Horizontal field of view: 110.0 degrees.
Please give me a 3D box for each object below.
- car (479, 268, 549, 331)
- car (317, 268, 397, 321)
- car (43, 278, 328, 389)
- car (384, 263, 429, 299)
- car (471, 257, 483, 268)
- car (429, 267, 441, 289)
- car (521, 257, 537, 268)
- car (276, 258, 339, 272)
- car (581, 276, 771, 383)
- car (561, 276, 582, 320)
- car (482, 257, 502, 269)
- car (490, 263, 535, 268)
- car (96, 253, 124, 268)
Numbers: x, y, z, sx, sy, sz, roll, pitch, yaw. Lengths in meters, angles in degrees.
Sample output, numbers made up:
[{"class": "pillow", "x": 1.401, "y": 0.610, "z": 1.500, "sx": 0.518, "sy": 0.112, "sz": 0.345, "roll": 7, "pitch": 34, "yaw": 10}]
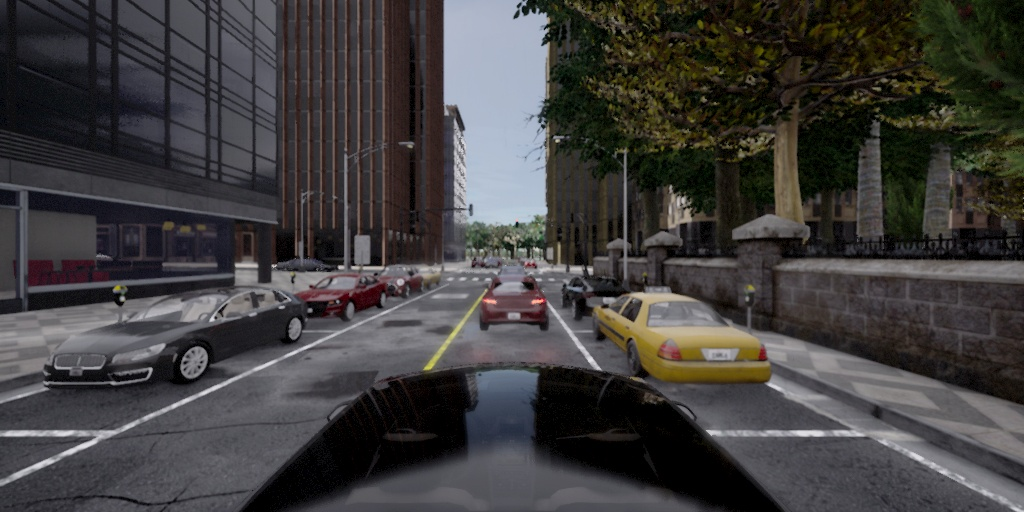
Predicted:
[{"class": "car", "x": 0.065, "y": 1.272, "z": 10.887, "sx": 1.812, "sy": 1.442, "sz": 4.674, "roll": 0, "pitch": 0, "yaw": 0}, {"class": "car", "x": -5.747, "y": 1.291, "z": 12.376, "sx": 1.888, "sy": 1.381, "sz": 4.507, "roll": 0, "pitch": 0, "yaw": 0}, {"class": "car", "x": -5.754, "y": 1.299, "z": 6.919, "sx": 2.007, "sy": 1.370, "sz": 4.403, "roll": 0, "pitch": 0, "yaw": 0}, {"class": "car", "x": -5.741, "y": 1.184, "z": 17.833, "sx": 1.967, "sy": 1.591, "sz": 4.097, "roll": 0, "pitch": 0, "yaw": 0}, {"class": "car", "x": -5.692, "y": 1.056, "z": 60.697, "sx": 2.192, "sy": 1.841, "sz": 5.009, "roll": 0, "pitch": 0, "yaw": 0}, {"class": "car", "x": -5.735, "y": 1.268, "z": 23.120, "sx": 1.751, "sy": 1.417, "sz": 4.829, "roll": 0, "pitch": 0, "yaw": 0}, {"class": "car", "x": 2.827, "y": 1.180, "z": 55.250, "sx": 1.967, "sy": 1.591, "sz": 4.097, "roll": 0, "pitch": 0, "yaw": 0}, {"class": "car", "x": -19.774, "y": 0.928, "z": 34.761, "sx": 5.357, "sy": 1.411, "sz": 2.033, "roll": 1, "pitch": 0, "yaw": 0}, {"class": "car", "x": 2.772, "y": 1.273, "z": 7.081, "sx": 1.751, "sy": 1.417, "sz": 4.829, "roll": 0, "pitch": 0, "yaw": 0}, {"class": "car", "x": 2.778, "y": 1.312, "z": 12.368, "sx": 1.948, "sy": 1.339, "sz": 4.313, "roll": 0, "pitch": 0, "yaw": 0}, {"class": "car", "x": -3.023, "y": 1.305, "z": 54.552, "sx": 1.994, "sy": 1.385, "sz": 4.181, "roll": 0, "pitch": 0, "yaw": 0}, {"class": "car", "x": 0.025, "y": 1.291, "z": 20.450, "sx": 2.033, "sy": 1.411, "sz": 5.357, "roll": 0, "pitch": 0, "yaw": 0}, {"class": "car", "x": -40.612, "y": 0.460, "z": 34.760, "sx": 5.008, "sy": 1.535, "sz": 1.882, "roll": 1, "pitch": 0, "yaw": 0}]
